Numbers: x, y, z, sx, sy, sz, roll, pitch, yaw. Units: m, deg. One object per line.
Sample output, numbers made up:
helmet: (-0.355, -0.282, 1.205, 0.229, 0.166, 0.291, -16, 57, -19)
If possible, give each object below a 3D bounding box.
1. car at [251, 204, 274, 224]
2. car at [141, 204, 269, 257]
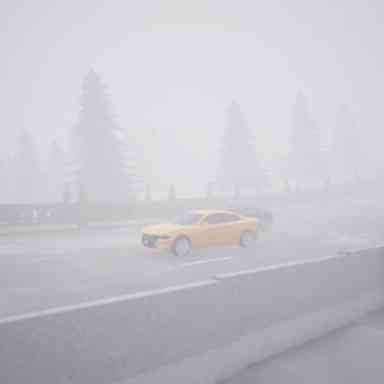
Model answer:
car: (2.469, 1.416, 18.644, 4.902, 1.511, 2.128, -1, 0, -35)
car: (0.456, 1.438, 12.913, 5.008, 1.535, 1.882, 0, 0, -35)
